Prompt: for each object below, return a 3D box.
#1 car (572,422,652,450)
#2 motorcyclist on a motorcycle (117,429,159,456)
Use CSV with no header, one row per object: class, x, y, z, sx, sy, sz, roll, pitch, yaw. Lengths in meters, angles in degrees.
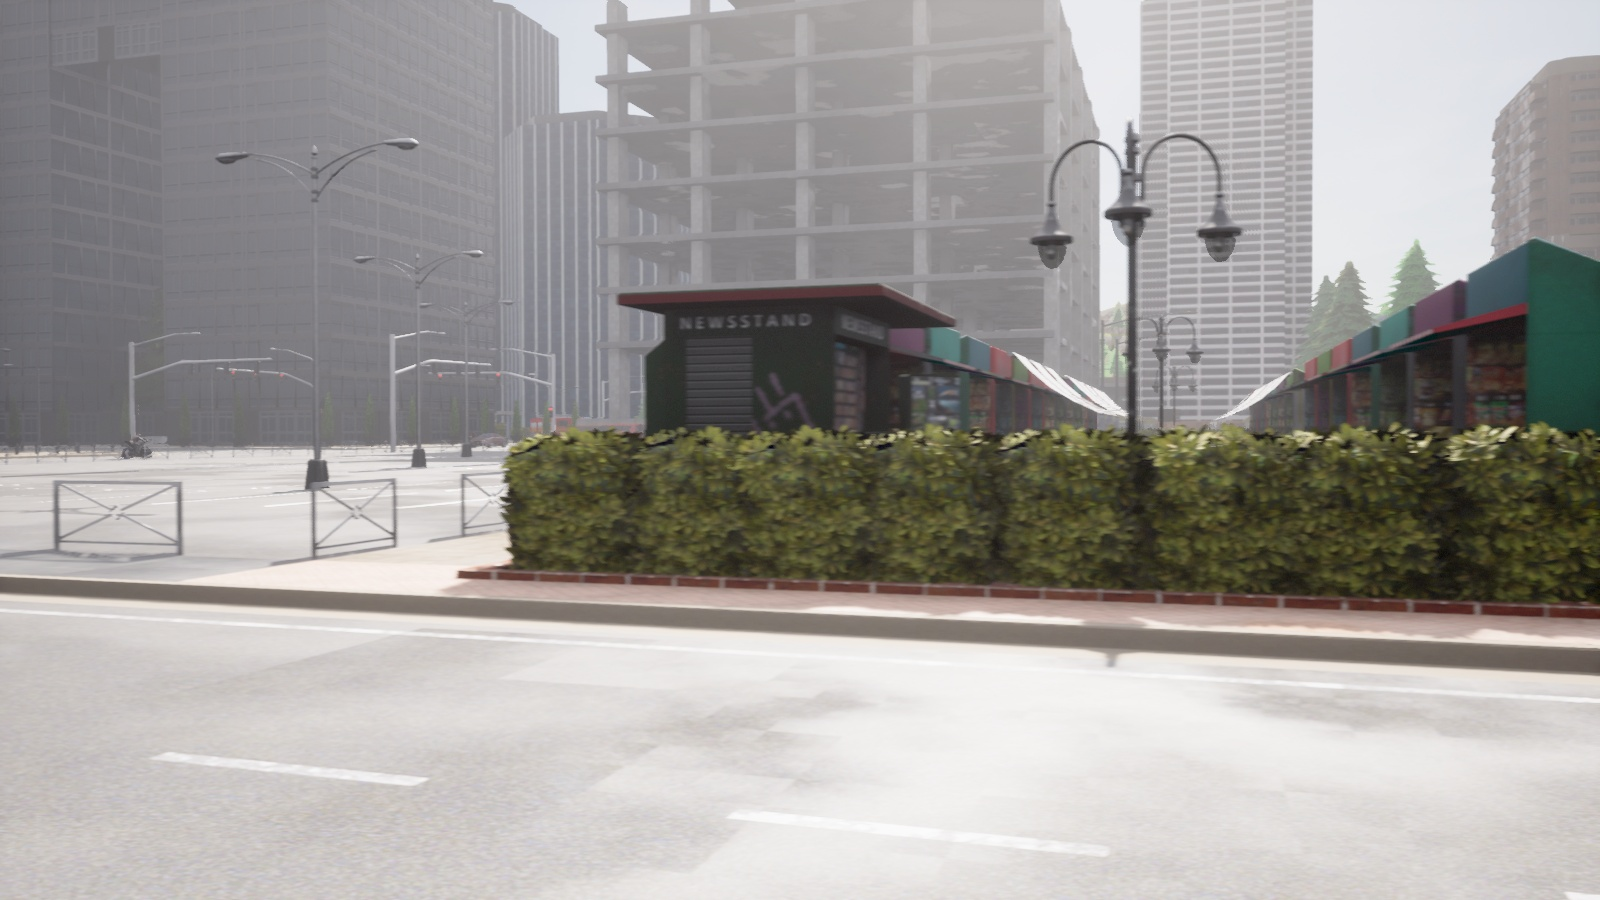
car,-14.198,-1.084,94.963,5.566,2.045,2.150,0,1,17
motorcyclist on a motorcycle,-38.571,-0.456,73.174,0.866,1.530,2.191,0,1,17
